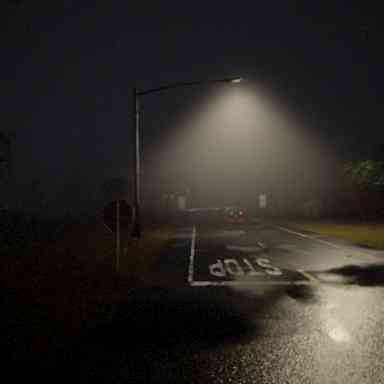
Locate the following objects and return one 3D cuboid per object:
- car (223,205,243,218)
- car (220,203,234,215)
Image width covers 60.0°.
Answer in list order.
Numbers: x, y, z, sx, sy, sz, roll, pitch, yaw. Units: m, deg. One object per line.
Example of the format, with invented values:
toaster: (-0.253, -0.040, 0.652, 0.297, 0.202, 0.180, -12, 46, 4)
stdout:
car: (5.742, 2.853, 45.178, 1.895, 1.301, 4.718, -1, -2, 1)
car: (5.886, 2.777, 55.199, 2.150, 2.045, 5.566, -1, -2, 1)
